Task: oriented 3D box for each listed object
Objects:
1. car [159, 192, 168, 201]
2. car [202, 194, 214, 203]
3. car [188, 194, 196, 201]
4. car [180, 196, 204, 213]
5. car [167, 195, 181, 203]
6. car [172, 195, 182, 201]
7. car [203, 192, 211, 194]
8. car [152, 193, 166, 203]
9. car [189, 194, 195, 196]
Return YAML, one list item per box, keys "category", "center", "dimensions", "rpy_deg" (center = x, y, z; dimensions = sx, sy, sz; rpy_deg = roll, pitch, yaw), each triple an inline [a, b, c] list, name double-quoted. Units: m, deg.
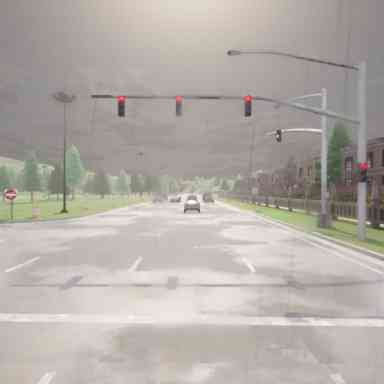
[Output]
- category: "car"
  center: [-6.962, 1.057, 78.565]
  dimensions: [2.150, 2.045, 5.566]
  rpy_deg: [0, 0, 0]
- category: "car"
  center: [3.533, 1.600, 68.557]
  dimensions: [1.895, 1.301, 4.718]
  rpy_deg: [0, 0, 0]
- category: "car"
  center: [0.038, 1.332, 78.532]
  dimensions: [1.837, 1.490, 4.892]
  rpy_deg: [0, 0, 0]
- category: "car"
  center: [0.018, 1.547, 37.499]
  dimensions: [2.033, 1.411, 5.357]
  rpy_deg: [0, 0, 0]
- category: "car"
  center: [-3.467, 1.563, 68.530]
  dimensions: [1.994, 1.385, 4.181]
  rpy_deg: [0, 0, 0]
- category: "car"
  center: [-3.462, 1.372, 78.533]
  dimensions: [2.033, 1.411, 5.357]
  rpy_deg: [0, 0, 0]
- category: "car"
  center: [3.538, 1.057, 78.560]
  dimensions: [2.150, 2.045, 5.566]
  rpy_deg: [0, 0, 0]
- category: "car"
  center: [-6.967, 1.525, 68.532]
  dimensions: [1.812, 1.442, 4.674]
  rpy_deg: [0, 0, 0]
- category: "car"
  center: [0.033, 1.351, 68.499]
  dimensions: [2.097, 1.767, 4.553]
  rpy_deg: [0, 0, 0]
